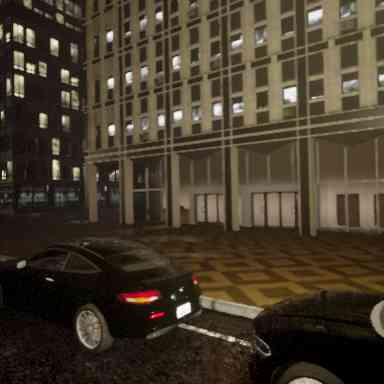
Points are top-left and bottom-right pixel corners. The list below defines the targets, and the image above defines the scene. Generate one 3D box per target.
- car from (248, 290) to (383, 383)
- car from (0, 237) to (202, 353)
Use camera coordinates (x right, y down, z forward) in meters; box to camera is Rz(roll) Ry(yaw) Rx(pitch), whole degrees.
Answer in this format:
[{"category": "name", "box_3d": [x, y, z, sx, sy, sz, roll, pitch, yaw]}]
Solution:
[{"category": "car", "box_3d": [2.892, 1.468, 2.704, 5.008, 1.535, 1.882, -1, 0, 35]}, {"category": "car", "box_3d": [-1.997, 1.576, 6.180, 4.674, 1.442, 1.812, -1, 0, 35]}]
